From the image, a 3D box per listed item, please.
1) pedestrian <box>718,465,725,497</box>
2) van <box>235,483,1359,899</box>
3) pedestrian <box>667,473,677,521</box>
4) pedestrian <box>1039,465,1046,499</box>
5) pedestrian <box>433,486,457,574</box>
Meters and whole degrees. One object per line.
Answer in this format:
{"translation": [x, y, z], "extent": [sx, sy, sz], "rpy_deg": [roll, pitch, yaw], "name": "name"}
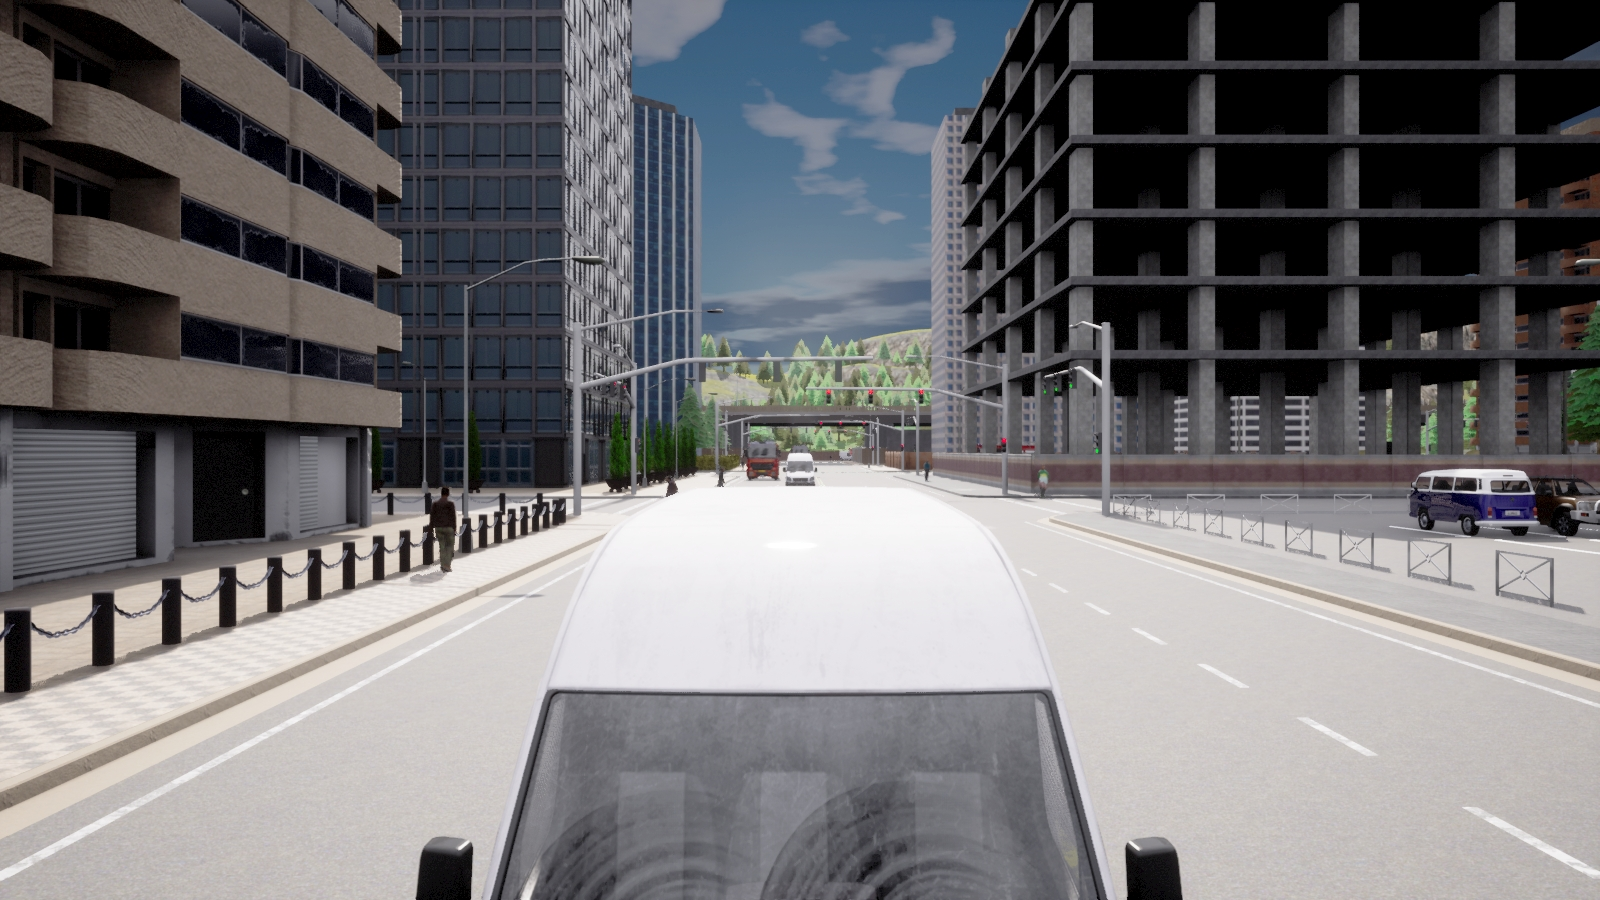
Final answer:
{"translation": [-4.667, 1.848, 67.689], "extent": [0.375, 1.860, 0.375], "rpy_deg": [0, 0, 2], "name": "pedestrian"}
{"translation": [-0.002, 1.532, 4.988], "extent": [1.988, 2.561, 5.915], "rpy_deg": [0, 0, 0], "name": "van"}
{"translation": [-5.042, 1.848, 45.117], "extent": [0.375, 1.860, 0.375], "rpy_deg": [0, 0, -10], "name": "pedestrian"}
{"translation": [13.600, 1.793, 64.093], "extent": [0.375, 1.860, 0.375], "rpy_deg": [0, 0, 9], "name": "pedestrian"}
{"translation": [-7.599, 1.697, 24.453], "extent": [0.375, 1.860, 0.375], "rpy_deg": [0, 0, 1], "name": "pedestrian"}
